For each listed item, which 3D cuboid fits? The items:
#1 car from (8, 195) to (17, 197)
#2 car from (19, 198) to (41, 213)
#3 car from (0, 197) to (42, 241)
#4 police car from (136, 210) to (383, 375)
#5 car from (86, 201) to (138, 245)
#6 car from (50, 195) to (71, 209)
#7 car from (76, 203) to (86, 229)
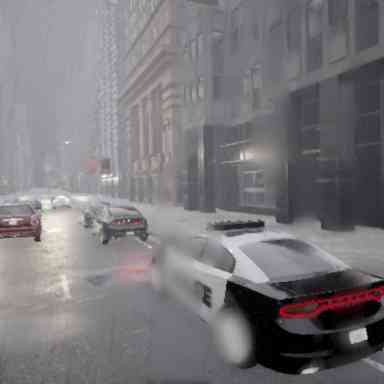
[{"bbox_3d":[-30.027,1.321,55.675,1.812,1.442,4.674,-2,1,-24],"label":"car"},{"bbox_3d":[-17.574,1.382,36.302,1.994,1.385,4.181,-2,1,-24],"label":"car"},{"bbox_3d":[-8.241,1.282,15.649,2.097,1.767,4.553,-2,1,-24],"label":"car"},{"bbox_3d":[0.701,1.310,5.896,1.930,1.638,5.238,-2,1,-24],"label":"police car"},{"bbox_3d":[-3.374,1.343,14.909,1.837,1.490,4.892,-2,1,-24],"label":"car"},{"bbox_3d":[-15.537,1.252,39.476,1.812,1.442,4.674,-2,1,-24],"label":"car"},{"bbox_3d":[-5.847,1.312,20.376,1.837,1.490,4.892,-2,1,-24],"label":"car"}]
